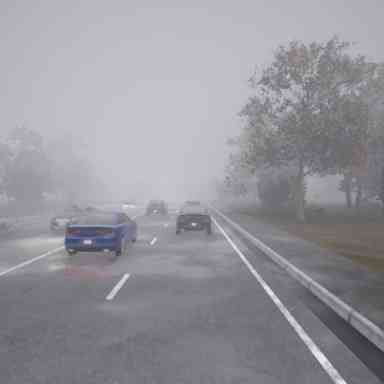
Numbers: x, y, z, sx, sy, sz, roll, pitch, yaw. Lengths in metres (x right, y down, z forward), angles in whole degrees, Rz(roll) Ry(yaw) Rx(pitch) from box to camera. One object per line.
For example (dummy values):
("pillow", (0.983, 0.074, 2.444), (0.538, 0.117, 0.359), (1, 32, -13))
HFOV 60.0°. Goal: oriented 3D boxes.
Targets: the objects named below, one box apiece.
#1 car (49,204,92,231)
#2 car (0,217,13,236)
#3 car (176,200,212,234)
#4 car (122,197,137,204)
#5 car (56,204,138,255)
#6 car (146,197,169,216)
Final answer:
("car", (-7.102, 1.494, 20.567), (2.128, 1.511, 4.902), (0, 0, 0))
("car", (-10.603, 1.603, 15.696), (1.895, 1.301, 4.718), (0, 0, 0))
("car", (0.097, 1.480, 19.291), (1.882, 1.535, 5.008), (0, 0, 0))
("car", (-10.545, 1.570, 56.670), (1.994, 1.385, 4.181), (0, 0, 1))
("car", (-3.414, 1.479, 13.330), (1.882, 1.535, 5.008), (0, 0, 0))
("car", (-3.403, 1.509, 33.152), (1.837, 1.490, 4.892), (0, 0, 0))
